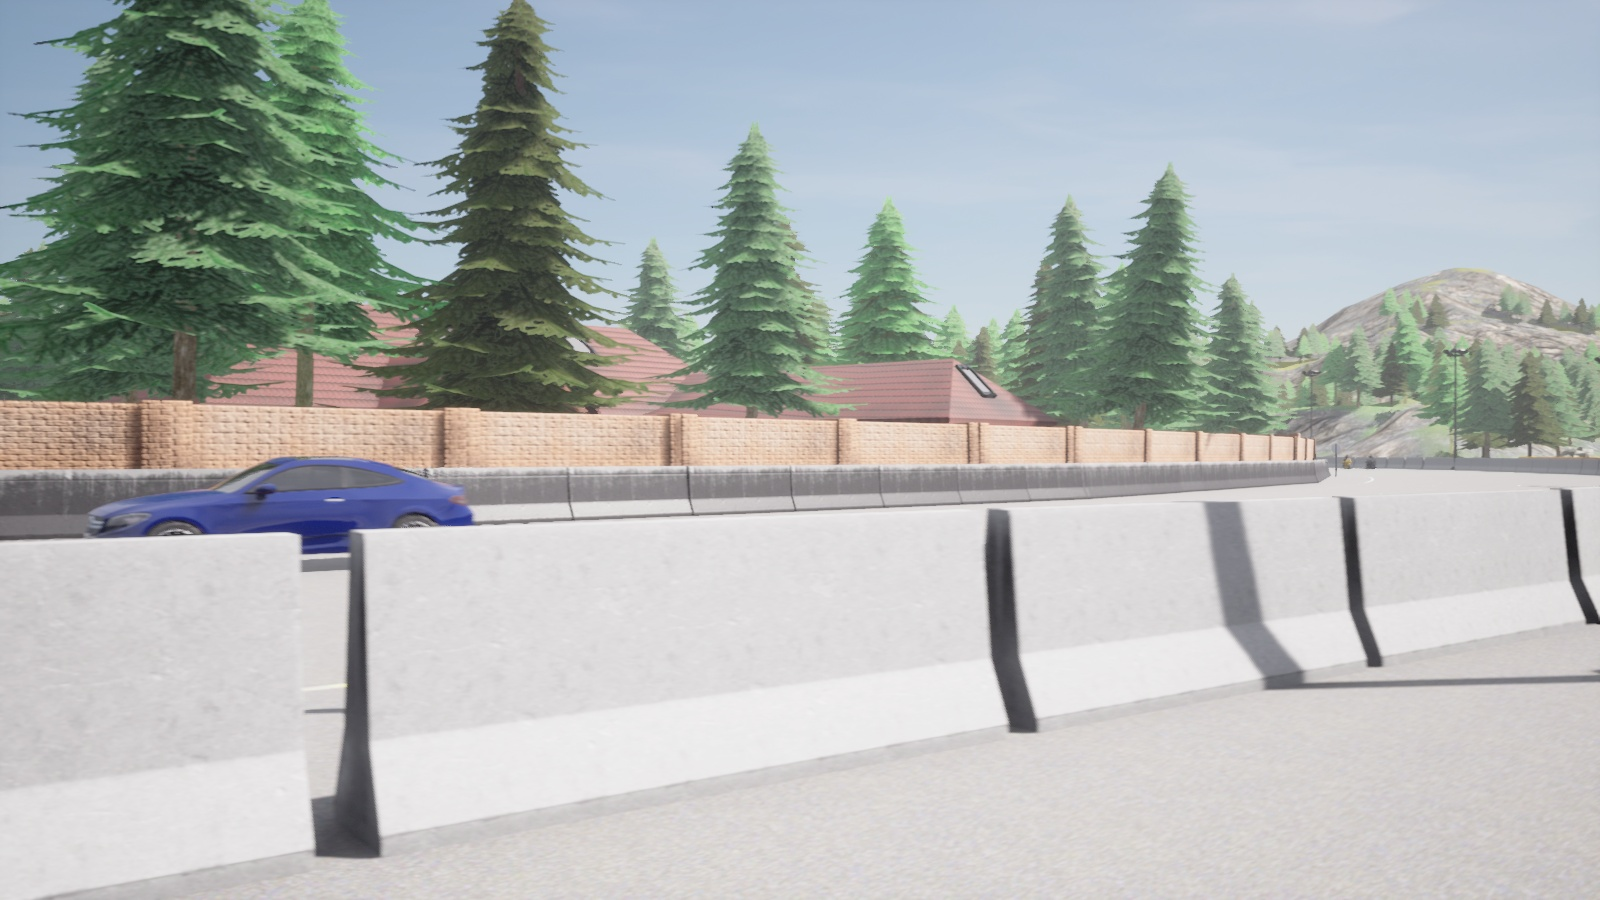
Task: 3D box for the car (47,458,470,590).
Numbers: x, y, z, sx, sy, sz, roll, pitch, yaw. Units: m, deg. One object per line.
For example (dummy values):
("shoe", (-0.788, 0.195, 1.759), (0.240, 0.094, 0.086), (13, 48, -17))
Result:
("car", (-6.810, 0.831, 16.051), (4.674, 1.442, 1.812), (0, 0, -37))
